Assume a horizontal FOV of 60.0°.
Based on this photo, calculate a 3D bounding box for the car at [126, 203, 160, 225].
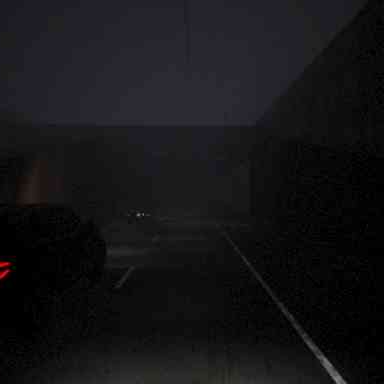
[{"bbox_3d":[-3.441,1.534,24.018,2.033,1.411,5.357,0,0,0],"label":"car"}]

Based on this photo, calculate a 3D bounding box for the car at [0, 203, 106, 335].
[{"bbox_3d":[-3.451,1.220,6.853,2.150,2.045,5.566,0,0,0],"label":"car"}]
